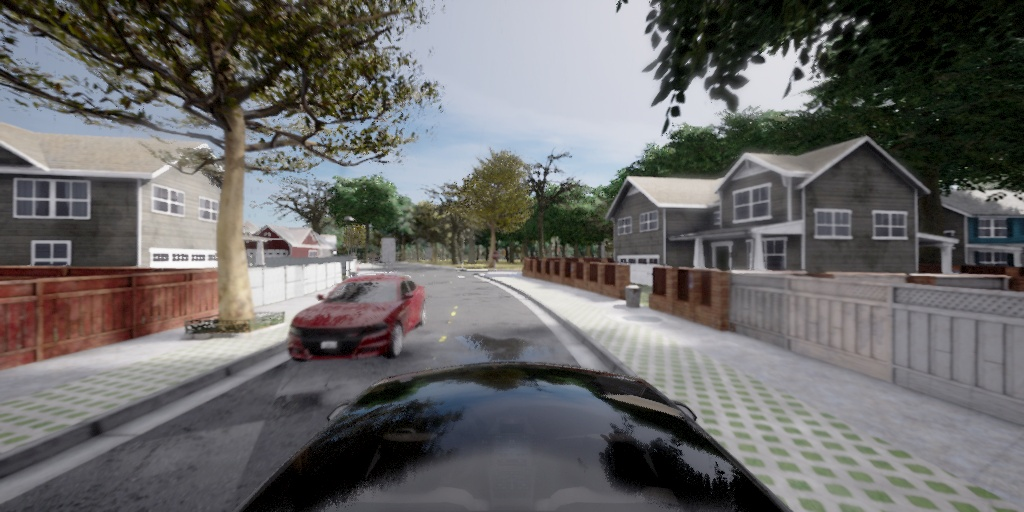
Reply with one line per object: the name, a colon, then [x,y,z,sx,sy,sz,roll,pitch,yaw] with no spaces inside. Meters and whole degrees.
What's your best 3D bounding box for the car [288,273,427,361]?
car: [-3.263,1.213,8.501,1.882,1.535,5.008,0,0,-5]
